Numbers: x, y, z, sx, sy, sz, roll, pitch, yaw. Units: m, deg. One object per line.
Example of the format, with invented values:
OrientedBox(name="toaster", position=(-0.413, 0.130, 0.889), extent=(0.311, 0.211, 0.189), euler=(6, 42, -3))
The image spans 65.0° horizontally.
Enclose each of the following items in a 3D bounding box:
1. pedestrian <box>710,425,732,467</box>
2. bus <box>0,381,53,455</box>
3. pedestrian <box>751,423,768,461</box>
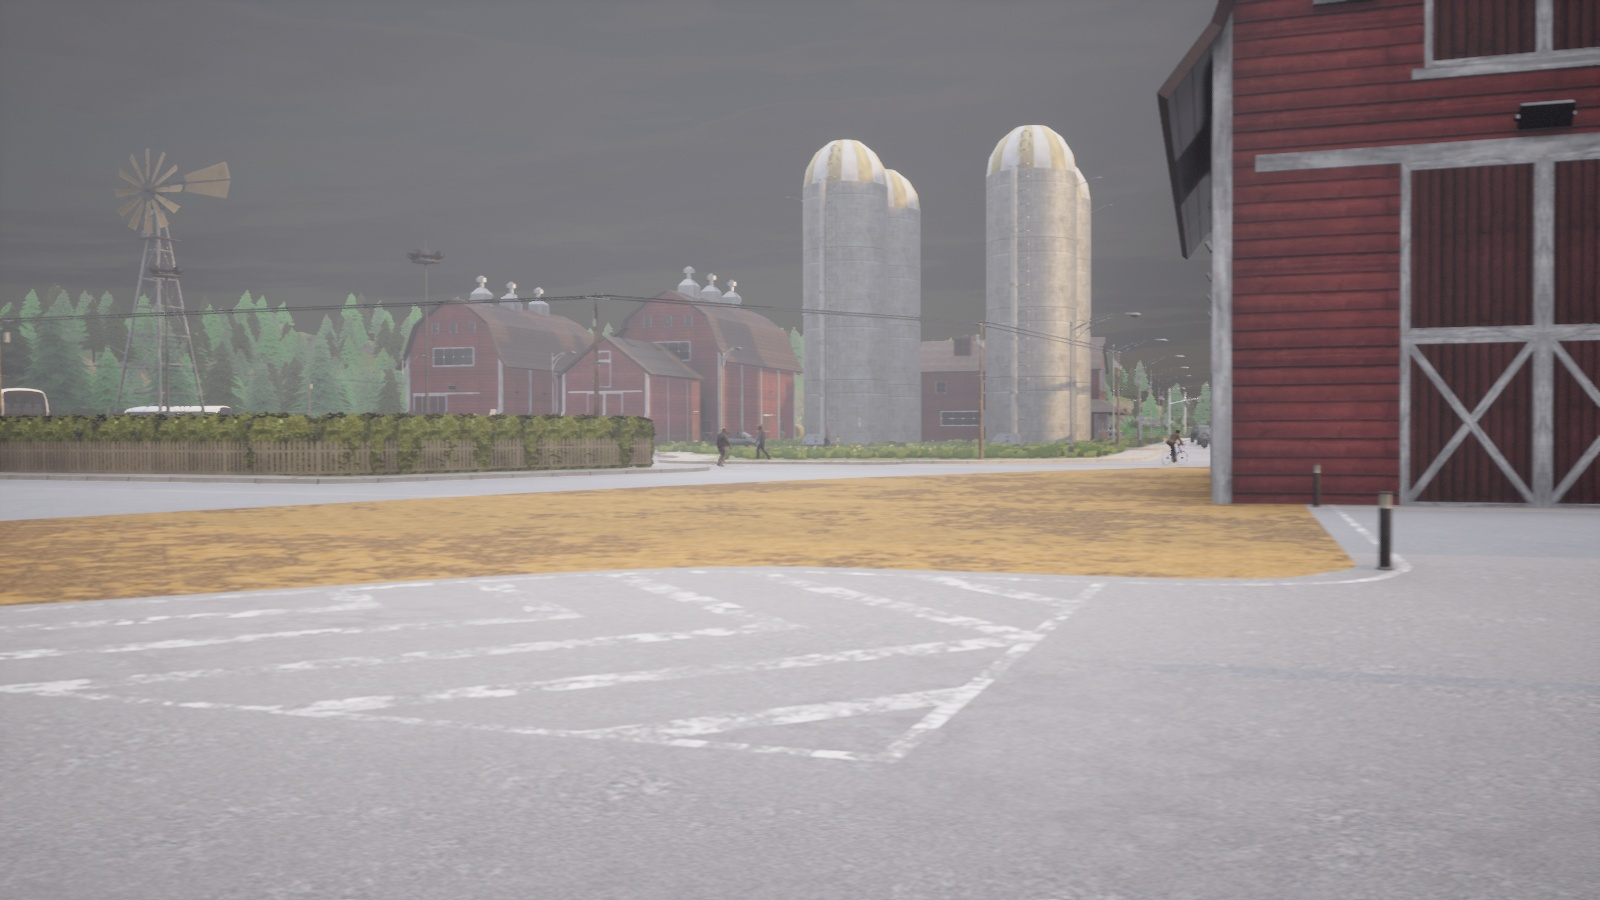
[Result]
OrientedBox(name="pedestrian", position=(-3.568, -0.173, 56.882), extent=(0.563, 1.883, 0.849), euler=(1, 1, 44))
OrientedBox(name="bus", position=(-50.601, -1.810, 75.498), extent=(10.273, 4.253, 3.944), euler=(-1, 1, 18))
OrientedBox(name="pedestrian", position=(-2.089, -0.433, 65.349), extent=(0.788, 1.949, 0.423), euler=(1, 1, 18))
